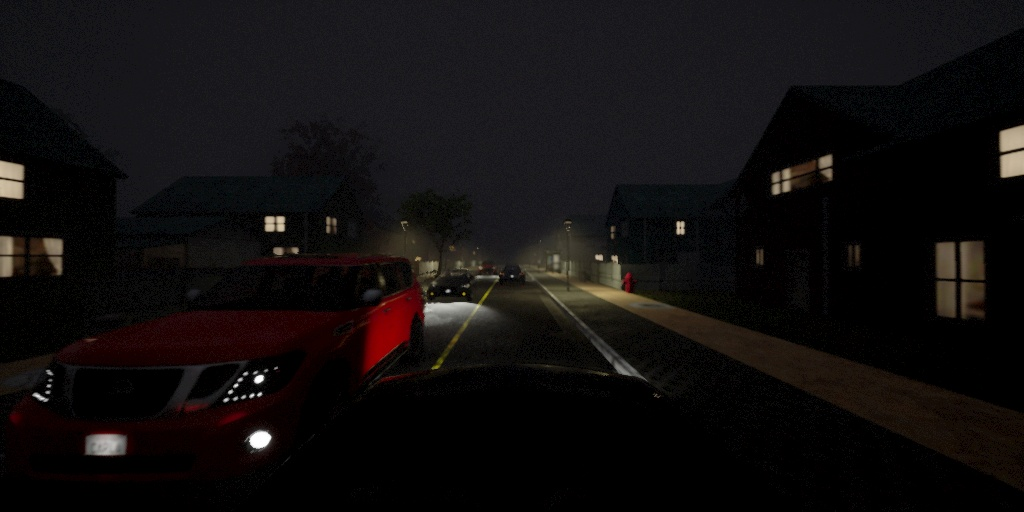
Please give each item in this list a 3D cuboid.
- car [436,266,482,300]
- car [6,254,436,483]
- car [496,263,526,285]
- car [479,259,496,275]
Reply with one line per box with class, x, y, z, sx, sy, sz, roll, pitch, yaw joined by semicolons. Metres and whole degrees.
car;-2.830;1.368;17.853;1.994;1.385;4.181;0;0;0
car;-2.846;0.980;5.278;2.150;2.045;5.566;0;0;0
car;0.025;1.417;27.708;1.994;1.385;4.181;0;0;0
car;-2.738;1.292;42.074;2.097;1.767;4.553;0;0;0
